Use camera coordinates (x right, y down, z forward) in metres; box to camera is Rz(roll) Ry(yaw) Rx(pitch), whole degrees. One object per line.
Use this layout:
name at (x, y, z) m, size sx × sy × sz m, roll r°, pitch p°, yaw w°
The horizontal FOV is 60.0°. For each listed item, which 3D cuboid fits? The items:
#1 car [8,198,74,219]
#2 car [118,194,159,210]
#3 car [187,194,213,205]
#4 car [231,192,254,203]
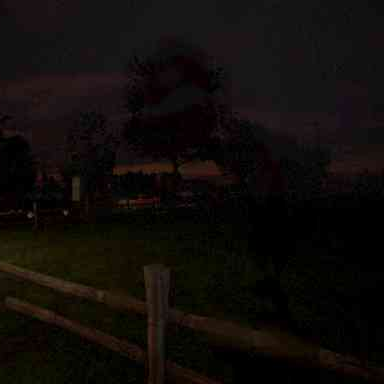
car at (-11.658, 1.227, 25.991) m, size 1.837 × 1.490 × 4.892 m, roll 0°, pitch 1°, yaw 37°
car at (-5.414, 1.017, 34.423) m, size 1.882 × 1.535 × 5.008 m, roll 0°, pitch 1°, yaw 36°
car at (0.896, 0.922, 42.910) m, size 1.994 × 1.385 × 4.181 m, roll 0°, pitch 1°, yaw 38°
car at (7.262, 0.755, 46.594) m, size 1.837 × 1.490 × 4.892 m, roll 0°, pitch 1°, yaw 37°
